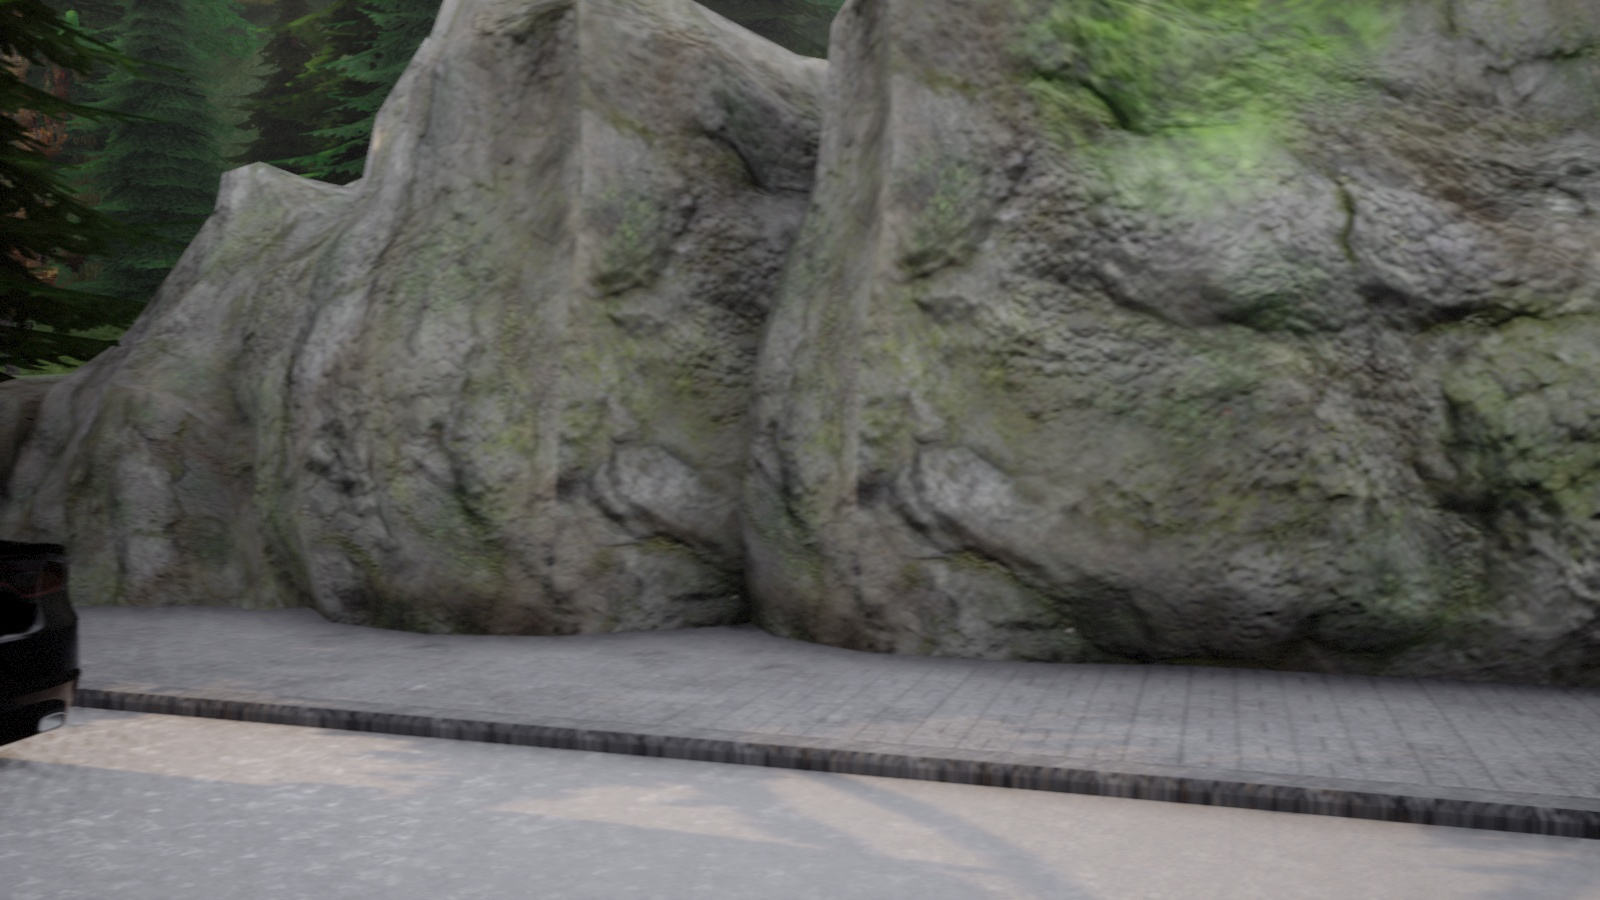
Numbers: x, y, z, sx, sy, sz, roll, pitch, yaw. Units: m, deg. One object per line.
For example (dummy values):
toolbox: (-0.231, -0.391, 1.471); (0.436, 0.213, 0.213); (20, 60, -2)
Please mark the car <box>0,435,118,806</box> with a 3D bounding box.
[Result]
car: (-5.807, 0.691, 5.675); (5.008, 1.535, 1.882); (1, 1, 19)
